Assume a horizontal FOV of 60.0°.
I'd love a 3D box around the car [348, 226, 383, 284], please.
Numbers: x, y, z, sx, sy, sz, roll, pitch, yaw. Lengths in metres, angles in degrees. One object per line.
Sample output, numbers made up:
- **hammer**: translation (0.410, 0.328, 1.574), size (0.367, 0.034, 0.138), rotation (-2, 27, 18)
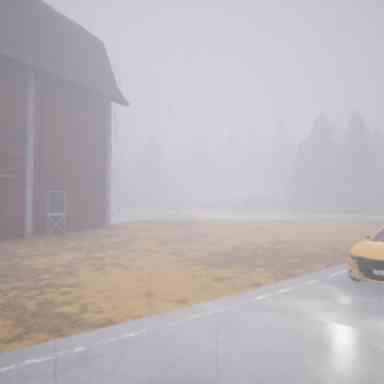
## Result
- **car**: translation (6.143, 1.594, 9.246), size (5.008, 1.535, 1.882), rotation (1, -1, -42)
